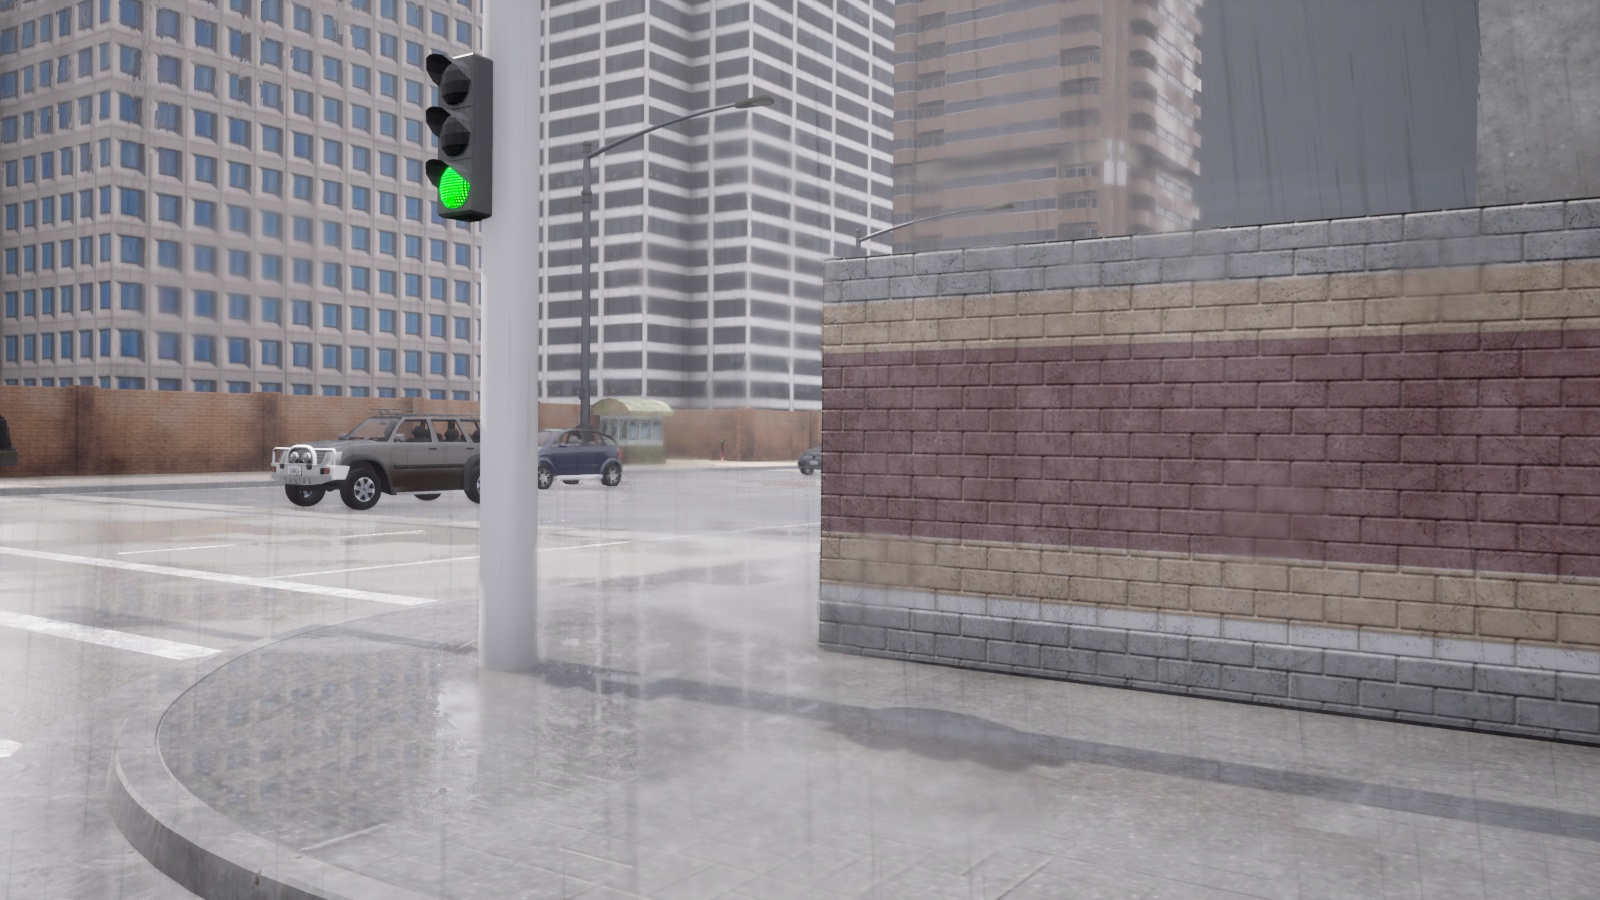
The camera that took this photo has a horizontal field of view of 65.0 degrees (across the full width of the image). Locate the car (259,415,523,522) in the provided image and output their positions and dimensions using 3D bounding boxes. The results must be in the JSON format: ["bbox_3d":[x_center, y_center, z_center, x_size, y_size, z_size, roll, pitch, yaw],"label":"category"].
[{"bbox_3d":[-7.761,0.287,24.273,1.932,1.855,4.605,0,1,34],"label":"car"}]

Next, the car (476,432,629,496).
[{"bbox_3d":[-6.363,0.323,32.579,1.789,1.549,3.705,0,1,34],"label":"car"}]

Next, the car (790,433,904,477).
[{"bbox_3d":[1.731,0.133,44.542,1.812,1.442,4.674,0,1,34],"label":"car"}]
